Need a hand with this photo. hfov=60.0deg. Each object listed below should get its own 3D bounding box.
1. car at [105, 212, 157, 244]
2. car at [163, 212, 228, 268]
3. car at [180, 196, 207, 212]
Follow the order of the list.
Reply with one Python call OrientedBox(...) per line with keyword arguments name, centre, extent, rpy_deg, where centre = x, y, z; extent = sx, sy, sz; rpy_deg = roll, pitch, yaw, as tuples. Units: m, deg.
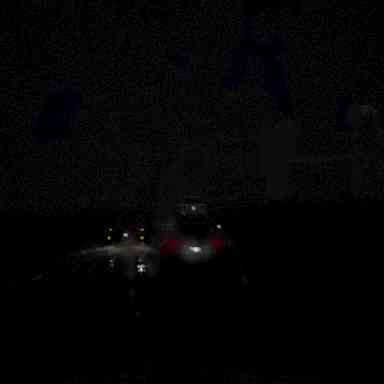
OrientedBox(name="car", centre=(-2.828, 1.653, 16.160), extent=(1.994, 1.385, 4.181), rpy_deg=(0, 0, 0))
OrientedBox(name="car", centre=(0.104, 1.626, 11.529), extent=(1.994, 1.385, 4.181), rpy_deg=(0, 0, 0))
OrientedBox(name="car", centre=(0.138, 1.412, 29.869), extent=(2.150, 2.045, 5.566), rpy_deg=(0, 0, 0))
